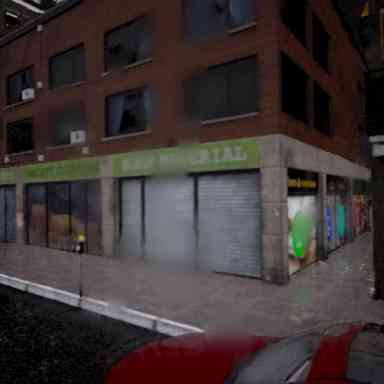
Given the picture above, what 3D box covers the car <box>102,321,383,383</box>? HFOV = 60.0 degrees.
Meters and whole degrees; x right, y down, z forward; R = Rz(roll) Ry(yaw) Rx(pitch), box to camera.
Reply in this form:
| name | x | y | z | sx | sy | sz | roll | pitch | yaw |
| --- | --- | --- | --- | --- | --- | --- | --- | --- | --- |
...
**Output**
| name | x | y | z | sx | sy | sz | roll | pitch | yaw |
| --- | --- | --- | --- | --- | --- | --- | --- | --- | --- |
| car | 1.119 | 1.584 | 2.086 | 4.206 | 1.307 | 1.802 | -1 | -1 | 36 |
